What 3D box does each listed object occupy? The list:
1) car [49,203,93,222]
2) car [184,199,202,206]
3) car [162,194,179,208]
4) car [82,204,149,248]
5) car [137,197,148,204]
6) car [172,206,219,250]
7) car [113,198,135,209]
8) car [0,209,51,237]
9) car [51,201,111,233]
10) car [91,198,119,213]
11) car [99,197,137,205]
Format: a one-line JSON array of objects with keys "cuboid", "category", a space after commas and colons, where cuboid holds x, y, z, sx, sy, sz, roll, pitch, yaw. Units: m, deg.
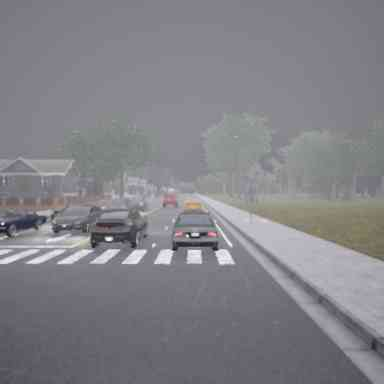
[{"cuboid": [-9.814, 1.614, 27.346, 1.895, 1.301, 4.718, 0, 0, 0], "category": "car"}, {"cuboid": [0.149, 1.492, 37.451, 1.882, 1.535, 5.008, 0, 0, 0], "category": "car"}, {"cuboid": [-3.185, 1.238, 49.755, 2.150, 2.045, 5.566, 0, 0, 0], "category": "car"}, {"cuboid": [-3.128, 1.515, 14.965, 1.837, 1.490, 4.892, 0, 0, 0], "category": "car"}, {"cuboid": [-6.486, 1.367, 39.489, 2.097, 1.767, 4.553, 0, 0, 1], "category": "car"}, {"cuboid": [0.118, 1.557, 14.251, 2.033, 1.411, 5.357, 0, 0, 0], "category": "car"}, {"cuboid": [-9.741, 1.563, 48.019, 2.033, 1.411, 5.357, 0, 0, 1], "category": "car"}, {"cuboid": [-9.824, 1.612, 18.177, 1.895, 1.301, 4.718, 0, 0, 0], "category": "car"}, {"cuboid": [-6.536, 1.516, 19.691, 1.837, 1.490, 4.892, 0, 0, 2], "category": "car"}, {"cuboid": [-9.749, 1.519, 37.605, 1.837, 1.490, 4.892, 0, 0, 1], "category": "car"}, {"cuboid": [-6.548, 1.365, 29.551, 2.097, 1.767, 4.553, 0, 0, 0], "category": "car"}]
